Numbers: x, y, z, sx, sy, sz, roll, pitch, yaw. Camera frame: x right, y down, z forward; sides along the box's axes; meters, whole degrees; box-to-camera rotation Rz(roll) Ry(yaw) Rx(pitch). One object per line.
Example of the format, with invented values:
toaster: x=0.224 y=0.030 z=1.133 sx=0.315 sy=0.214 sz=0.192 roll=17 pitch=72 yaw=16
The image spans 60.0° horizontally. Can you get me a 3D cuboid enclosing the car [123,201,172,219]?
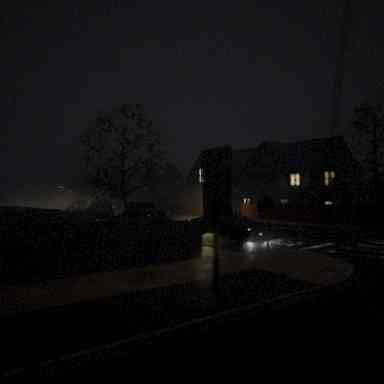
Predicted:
car: x=-3.888 y=1.797 z=27.891 sx=2.150 sy=2.045 sz=5.566 roll=-1 pitch=-1 yaw=-35

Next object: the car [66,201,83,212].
car: x=-18.468 y=2.445 z=53.198 sx=2.150 sy=2.045 sz=5.566 roll=-1 pitch=-1 yaw=-36

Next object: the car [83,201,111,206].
car: x=-12.285 y=2.192 z=44.616 sx=2.150 sy=2.045 sz=5.566 roll=-1 pitch=-1 yaw=-35

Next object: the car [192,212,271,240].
car: x=2.045 y=1.881 z=19.590 sx=2.033 sy=1.411 sz=5.357 roll=-1 pitch=-1 yaw=-36

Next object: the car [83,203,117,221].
car: x=-9.839 y=2.296 z=36.238 sx=1.882 sy=1.535 sz=5.008 roll=-1 pitch=-1 yaw=-36
